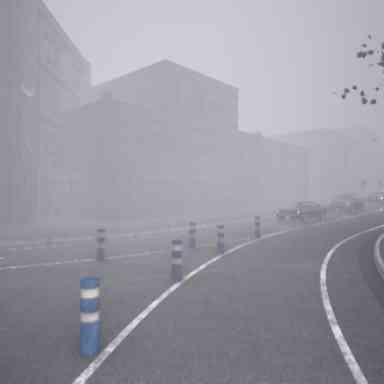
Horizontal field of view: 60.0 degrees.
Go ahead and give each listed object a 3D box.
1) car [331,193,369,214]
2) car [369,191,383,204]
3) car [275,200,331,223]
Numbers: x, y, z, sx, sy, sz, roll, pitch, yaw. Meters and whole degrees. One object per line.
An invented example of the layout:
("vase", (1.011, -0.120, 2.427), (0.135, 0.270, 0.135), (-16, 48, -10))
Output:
("car", (13.820, 0.910, 29.839), (2.097, 1.767, 4.553), (1, 2, 43))
("car", (21.522, 0.645, 38.138), (1.837, 1.490, 4.892), (1, -1, 43))
("car", (7.705, 1.328, 23.246), (1.895, 1.301, 4.718), (1, 1, 43))
